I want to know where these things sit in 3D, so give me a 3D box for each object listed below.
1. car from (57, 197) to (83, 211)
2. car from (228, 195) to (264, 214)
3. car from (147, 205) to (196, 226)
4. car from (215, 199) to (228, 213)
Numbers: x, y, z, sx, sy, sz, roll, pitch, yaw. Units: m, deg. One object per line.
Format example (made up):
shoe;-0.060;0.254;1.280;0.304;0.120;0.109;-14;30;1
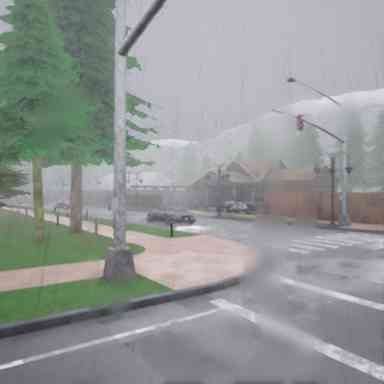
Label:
car;-15.675;1.408;42.610;2.097;1.767;4.553;0;0;-38
car;6.377;1.308;34.874;4.605;1.855;1.932;0;0;-37
car;-1.551;1.623;23.859;1.994;1.385;4.181;0;0;-37
car;4.557;1.307;36.652;3.866;1.878;1.905;0;0;-37
